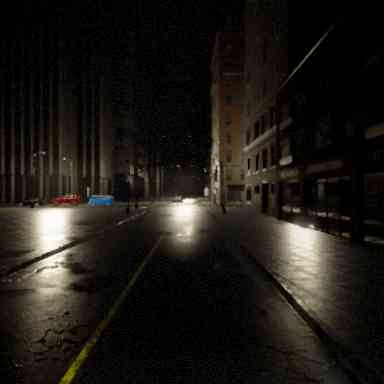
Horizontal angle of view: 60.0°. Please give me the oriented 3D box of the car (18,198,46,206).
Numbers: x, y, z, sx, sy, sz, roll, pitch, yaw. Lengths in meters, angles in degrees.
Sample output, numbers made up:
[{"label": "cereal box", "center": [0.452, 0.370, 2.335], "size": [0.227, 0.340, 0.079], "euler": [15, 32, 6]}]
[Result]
[{"label": "car", "center": [-26.003, 1.648, 54.134], "size": [4.313, 1.339, 1.947], "euler": [0, 0, -1]}]

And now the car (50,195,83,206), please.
[{"label": "car", "center": [-20.363, 1.400, 54.220], "size": [5.009, 1.841, 2.192], "euler": [0, 0, -1]}]

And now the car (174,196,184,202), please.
[{"label": "car", "center": [-2.995, 1.630, 77.103], "size": [2.033, 1.411, 5.357], "euler": [0, 0, 0]}]

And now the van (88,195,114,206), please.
[{"label": "van", "center": [-14.723, 1.427, 54.306], "size": [3.998, 1.788, 1.690], "euler": [0, 0, -1]}]

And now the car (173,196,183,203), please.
[{"label": "car", "center": [-2.995, 1.619, 70.493], "size": [2.033, 1.411, 5.357], "euler": [0, 0, 0]}]
